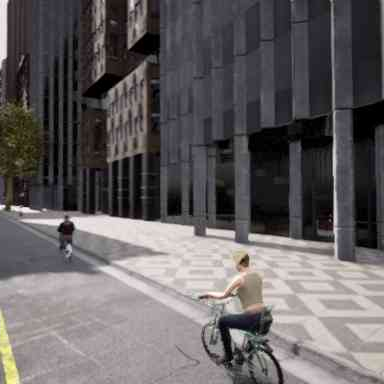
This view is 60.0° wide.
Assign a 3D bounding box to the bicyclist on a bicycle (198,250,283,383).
[{"bbox_3d":[0.564,1.532,4.212,0.866,1.612,1.509,1,-2,-34],"label":"bicyclist on a bicycle"}]

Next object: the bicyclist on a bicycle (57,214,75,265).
[{"bbox_3d":[-4.543,1.654,11.909,0.659,1.776,1.843,1,-1,-33],"label":"bicyclist on a bicycle"}]
